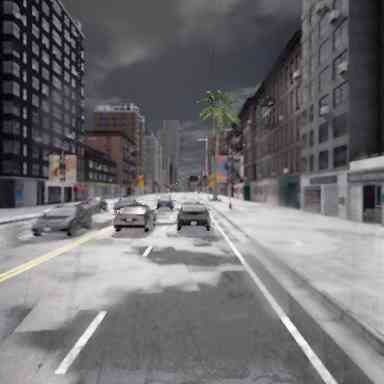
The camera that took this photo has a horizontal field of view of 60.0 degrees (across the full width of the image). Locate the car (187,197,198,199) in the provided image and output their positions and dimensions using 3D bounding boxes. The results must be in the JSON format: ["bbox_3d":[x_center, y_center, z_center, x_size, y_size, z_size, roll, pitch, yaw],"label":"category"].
[{"bbox_3d":[0.083,1.294,40.433,1.812,1.442,4.674,0,1,0],"label":"car"}]

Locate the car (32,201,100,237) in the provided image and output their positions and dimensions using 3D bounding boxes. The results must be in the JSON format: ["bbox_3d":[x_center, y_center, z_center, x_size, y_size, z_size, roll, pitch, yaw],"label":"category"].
[{"bbox_3d":[-6.559,1.427,17.416,1.812,1.442,4.674,0,0,0],"label":"car"}]

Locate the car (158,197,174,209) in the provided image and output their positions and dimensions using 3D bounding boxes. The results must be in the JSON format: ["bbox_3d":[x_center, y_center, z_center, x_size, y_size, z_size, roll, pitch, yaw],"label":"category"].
[{"bbox_3d":[-3.168,1.297,39.855,1.812,1.442,4.674,0,1,0],"label":"car"}]

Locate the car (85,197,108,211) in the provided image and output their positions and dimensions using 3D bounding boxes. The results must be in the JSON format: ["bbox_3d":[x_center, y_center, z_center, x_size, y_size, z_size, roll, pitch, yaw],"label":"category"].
[{"bbox_3d":[-9.795,1.302,33.302,2.128,1.511,4.902,0,0,1],"label":"car"}]

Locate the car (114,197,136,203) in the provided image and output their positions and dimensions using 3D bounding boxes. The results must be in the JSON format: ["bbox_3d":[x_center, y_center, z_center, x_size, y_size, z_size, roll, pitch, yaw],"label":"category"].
[{"bbox_3d":[-6.545,1.316,33.302,1.837,1.490,4.892,0,0,1],"label":"car"}]

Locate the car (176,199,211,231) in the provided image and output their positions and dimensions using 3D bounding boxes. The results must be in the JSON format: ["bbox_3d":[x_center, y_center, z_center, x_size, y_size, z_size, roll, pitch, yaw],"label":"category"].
[{"bbox_3d":[0.093,1.390,19.845,1.837,1.490,4.892,0,0,0],"label":"car"}]

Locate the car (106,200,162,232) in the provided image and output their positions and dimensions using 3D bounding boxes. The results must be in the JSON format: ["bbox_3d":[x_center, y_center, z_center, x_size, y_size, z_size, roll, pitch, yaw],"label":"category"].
[{"bbox_3d":[-3.157,1.438,19.250,2.033,1.411,5.357,0,0,0],"label":"car"}]
